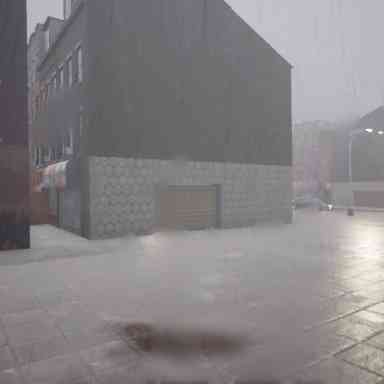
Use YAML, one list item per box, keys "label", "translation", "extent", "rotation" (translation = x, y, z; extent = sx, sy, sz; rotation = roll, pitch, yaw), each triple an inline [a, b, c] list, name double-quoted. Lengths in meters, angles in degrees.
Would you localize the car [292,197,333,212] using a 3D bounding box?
- label: "car"
  translation: [12.358, 1.289, 35.059]
  extent: [2.128, 1.511, 4.902]
  rotation: [-1, 1, -35]
